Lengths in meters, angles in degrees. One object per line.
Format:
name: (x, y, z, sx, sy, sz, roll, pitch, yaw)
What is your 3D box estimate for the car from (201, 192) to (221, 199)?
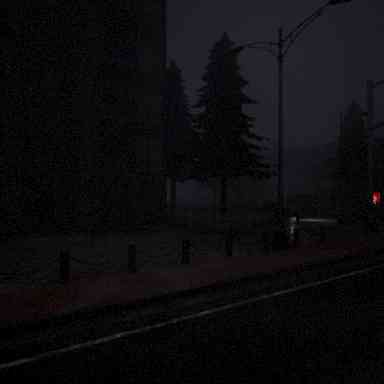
car: (5.304, 1.106, 92.476, 1.932, 1.855, 4.605, 0, 0, -37)

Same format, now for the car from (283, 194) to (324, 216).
car: (10.030, 1.233, 32.441, 2.150, 2.045, 5.566, 0, 0, -37)

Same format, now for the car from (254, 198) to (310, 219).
car: (7.617, 1.539, 29.503, 1.812, 1.442, 4.674, 0, 0, -38)

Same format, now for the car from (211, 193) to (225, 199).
car: (7.394, 1.085, 94.536, 1.905, 1.878, 3.866, 0, 0, -37)

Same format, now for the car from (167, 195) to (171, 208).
car: (-4.131, 1.490, 45.133, 1.882, 1.535, 5.008, 0, 0, -37)
